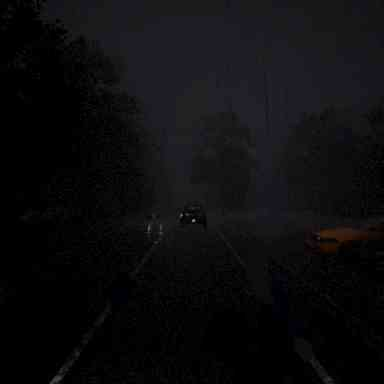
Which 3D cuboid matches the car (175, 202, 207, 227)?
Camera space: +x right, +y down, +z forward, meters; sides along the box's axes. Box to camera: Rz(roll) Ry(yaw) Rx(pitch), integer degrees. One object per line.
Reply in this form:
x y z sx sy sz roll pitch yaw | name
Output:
0.106 1.752 24.715 2.128 1.511 4.902 0 -1 0 | car

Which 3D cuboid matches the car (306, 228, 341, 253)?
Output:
6.902 1.517 11.837 5.366 1.575 1.946 0 0 0 | car

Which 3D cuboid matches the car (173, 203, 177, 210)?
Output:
-3.231 3.149 74.035 2.097 1.767 4.553 0 -2 0 | car

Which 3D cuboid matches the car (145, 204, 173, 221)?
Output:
-3.340 1.919 31.979 2.128 1.511 4.902 0 -2 0 | car

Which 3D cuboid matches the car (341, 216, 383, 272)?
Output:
7.091 1.500 9.068 4.892 1.521 2.231 0 0 0 | car

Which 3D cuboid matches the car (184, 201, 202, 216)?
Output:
0.110 2.095 42.310 2.097 1.767 4.553 0 -2 0 | car
